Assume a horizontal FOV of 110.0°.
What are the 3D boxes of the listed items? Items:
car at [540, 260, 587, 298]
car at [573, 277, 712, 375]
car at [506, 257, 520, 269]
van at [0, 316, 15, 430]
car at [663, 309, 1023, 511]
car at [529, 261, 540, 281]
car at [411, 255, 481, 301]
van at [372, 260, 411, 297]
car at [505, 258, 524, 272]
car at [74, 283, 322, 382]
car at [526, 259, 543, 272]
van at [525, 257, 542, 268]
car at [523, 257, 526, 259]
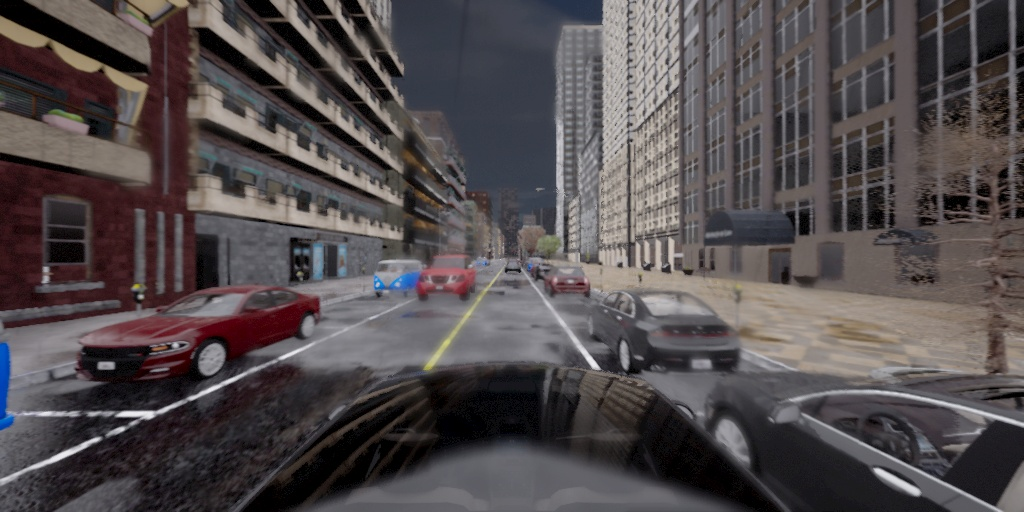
[{"bbox_3d":[2.696,1.186,18.316,1.967,1.591,4.097,0,0,0],"label":"car"},{"bbox_3d":[2.693,1.298,7.272,2.007,1.370,4.403,0,0,0],"label":"car"},{"bbox_3d":[0.116,1.116,56.897,2.097,1.767,4.553,0,0,0],"label":"car"},{"bbox_3d":[-5.690,1.091,1.752,1.690,1.789,3.998,0,0,0],"label":"van"},{"bbox_3d":[2.691,1.300,1.748,2.007,1.370,4.403,0,0,0],"label":"car"},{"bbox_3d":[2.700,1.313,29.362,1.948,1.339,4.313,0,0,0],"label":"car"},{"bbox_3d":[-2.996,0.953,17.577,2.150,2.045,5.566,0,0,0],"label":"car"},{"bbox_3d":[-5.685,1.087,18.319,1.690,1.789,3.998,0,0,0],"label":"van"},{"bbox_3d":[0.115,1.318,45.287,1.994,1.385,4.181,0,0,0],"label":"car"},{"bbox_3d":[-5.688,1.294,7.274,1.888,1.381,4.507,0,0,0],"label":"car"},{"bbox_3d":[2.701,1.294,34.885,1.888,1.381,4.507,0,0,0],"label":"car"},{"bbox_3d":[2.703,1.093,40.408,1.690,1.789,3.998,0,0,0],"label":"van"},{"bbox_3d":[2.708,1.315,56.975,2.007,1.370,4.403,0,0,0],"label":"car"}]
